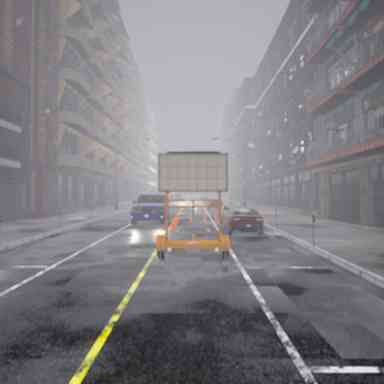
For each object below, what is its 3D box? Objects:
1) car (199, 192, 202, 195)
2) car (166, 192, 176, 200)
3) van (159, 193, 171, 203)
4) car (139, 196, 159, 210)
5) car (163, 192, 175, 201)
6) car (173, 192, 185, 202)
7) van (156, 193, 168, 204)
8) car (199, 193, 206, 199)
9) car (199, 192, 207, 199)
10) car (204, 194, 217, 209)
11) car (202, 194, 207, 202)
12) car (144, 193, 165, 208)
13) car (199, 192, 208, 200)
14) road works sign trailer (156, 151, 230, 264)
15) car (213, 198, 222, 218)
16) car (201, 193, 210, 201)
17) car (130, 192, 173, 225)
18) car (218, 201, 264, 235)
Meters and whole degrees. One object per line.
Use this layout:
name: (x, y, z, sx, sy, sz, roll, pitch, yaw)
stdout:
car: (2.890, 1.216, 67.613, 1.887, 1.381, 4.507, 1, 0, 0)
car: (-4.934, 0.956, 78.770, 2.192, 1.841, 5.009, 1, 0, 0)
van: (-5.011, 1.031, 62.180, 1.690, 1.788, 3.998, 1, 0, 0)
car: (-5.116, 1.306, 39.889, 1.752, 1.417, 4.829, 2, 0, 0)
car: (-4.959, 0.971, 73.241, 2.192, 1.841, 5.009, 1, 0, 0)
car: (-2.504, 1.037, 63.461, 2.097, 1.767, 4.553, 0, 0, 1)
van: (-5.035, 1.050, 56.648, 1.690, 1.788, 3.998, 2, 0, 0)
car: (2.983, 1.044, 95.270, 1.967, 1.590, 4.097, 1, 0, 0)
car: (2.865, 1.233, 62.083, 1.887, 1.381, 4.507, 1, 0, 0)
car: (2.764, 1.323, 39.960, 1.887, 1.381, 4.507, 1, 0, 0)
car: (2.789, 1.304, 45.492, 2.008, 1.369, 4.403, 1, 0, 0)
car: (-5.085, 1.069, 45.590, 2.192, 1.841, 5.009, 2, 0, 0)
car: (2.936, 0.941, 84.206, 2.192, 1.841, 5.009, 1, 0, 0)
road works sign trailer: (0.040, 0.390, 11.523, 2.380, 3.560, 2.880, 0, 0, 0)
car: (2.690, 1.383, 23.540, 1.752, 1.417, 4.829, 1, 0, 0)
car: (2.925, 1.095, 73.145, 1.967, 1.590, 4.097, 1, 0, 0)
car: (-2.747, 1.083, 22.878, 2.150, 2.045, 5.566, 0, 0, 0)
car: (2.663, 1.434, 17.838, 1.887, 1.381, 4.507, 1, 0, 0)
